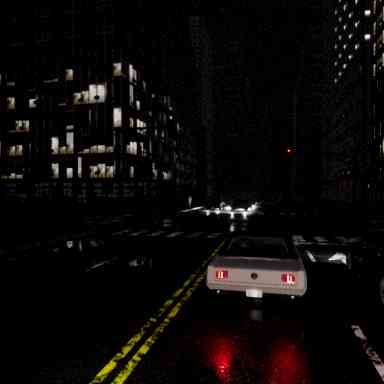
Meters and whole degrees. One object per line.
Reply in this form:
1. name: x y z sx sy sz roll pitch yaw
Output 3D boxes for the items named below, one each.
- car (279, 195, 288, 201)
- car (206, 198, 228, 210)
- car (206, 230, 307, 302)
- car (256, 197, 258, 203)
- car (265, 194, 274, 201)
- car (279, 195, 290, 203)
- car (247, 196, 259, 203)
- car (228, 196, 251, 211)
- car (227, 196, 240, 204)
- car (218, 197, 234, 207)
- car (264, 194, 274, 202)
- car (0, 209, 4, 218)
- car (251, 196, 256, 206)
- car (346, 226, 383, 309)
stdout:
1. car: 21.874 1.355 79.809 1.895 1.301 4.718 0 0 13
2. car: 3.125 1.524 43.174 2.033 1.411 5.357 0 0 13
3. car: 1.702 1.597 8.344 1.895 1.301 4.718 0 0 14
4. car: 10.352 1.559 59.539 1.895 1.301 4.718 0 0 14
5. car: 18.703 1.286 80.525 2.128 1.511 4.902 0 0 13
6. car: 19.480 1.474 69.640 2.033 1.411 5.357 0 0 13
7. car: 12.823 1.485 69.733 2.033 1.411 5.357 0 0 13
8. car: 5.893 1.503 40.731 1.812 1.442 4.674 0 0 13
9. car: 7.886 1.460 63.169 1.837 1.490 4.892 0 0 14
10. car: 5.454 1.567 53.040 1.895 1.301 4.718 0 0 13
11. car: 16.418 1.530 70.821 1.895 1.301 4.718 0 0 13
12. car: -17.326 1.435 26.672 4.313 1.339 1.947 1 1 14
13. car: 8.014 1.460 49.733 2.128 1.511 4.902 0 0 13
14. car: 4.832 1.501 7.441 1.837 1.490 4.892 0 0 13
